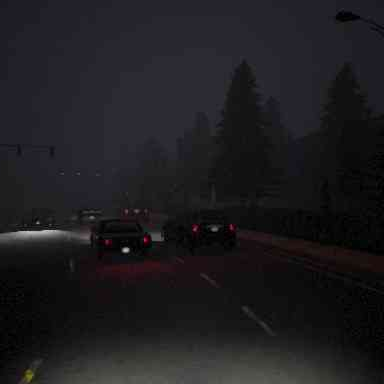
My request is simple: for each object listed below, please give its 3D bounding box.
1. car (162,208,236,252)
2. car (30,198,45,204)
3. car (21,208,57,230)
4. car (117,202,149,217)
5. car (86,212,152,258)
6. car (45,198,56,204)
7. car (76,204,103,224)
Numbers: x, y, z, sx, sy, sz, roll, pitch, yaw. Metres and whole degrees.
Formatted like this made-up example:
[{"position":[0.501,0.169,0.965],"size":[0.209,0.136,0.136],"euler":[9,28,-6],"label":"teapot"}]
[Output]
[{"position":[0.144,1.504,14.996],"size":[2.097,1.767,4.553],"euler":[0,-1,-21],"label":"car"},{"position":[-38.991,2.187,82.912],"size":[2.097,1.767,4.553],"euler":[0,-1,-36],"label":"car"},{"position":[-10.428,1.796,22.891],"size":[1.994,1.385,4.181],"euler":[0,-1,-21],"label":"car"},{"position":[-5.239,1.644,28.996],"size":[2.097,1.767,4.553],"euler":[0,-1,-21],"label":"car"},{"position":[-3.061,1.739,13.569],"size":[1.895,1.301,4.718],"euler":[0,-1,-21],"label":"car"},{"position":[-36.717,2.215,85.675],"size":[2.097,1.767,4.553],"euler":[0,-1,-40],"label":"car"},{"position":[-8.533,1.774,27.808],"size":[2.128,1.511,4.902],"euler":[0,0,-21],"label":"car"}]
